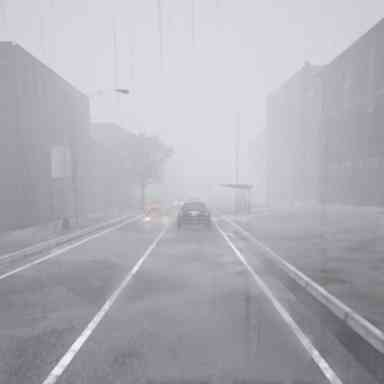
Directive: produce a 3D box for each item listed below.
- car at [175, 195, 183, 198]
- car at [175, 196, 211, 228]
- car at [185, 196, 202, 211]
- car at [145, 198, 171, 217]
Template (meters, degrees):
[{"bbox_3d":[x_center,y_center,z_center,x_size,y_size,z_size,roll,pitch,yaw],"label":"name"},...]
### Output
[{"bbox_3d":[-2.767,1.311,73.072,1.895,1.301,4.718,0,1,1],"label":"car"},{"bbox_3d":[0.139,1.363,22.114,2.097,1.767,4.553,0,0,0],"label":"car"},{"bbox_3d":[0.179,1.382,42.448,2.097,1.767,4.553,0,0,0],"label":"car"},{"bbox_3d":[-3.242,1.384,32.183,2.097,1.767,4.553,0,0,1],"label":"car"}]
